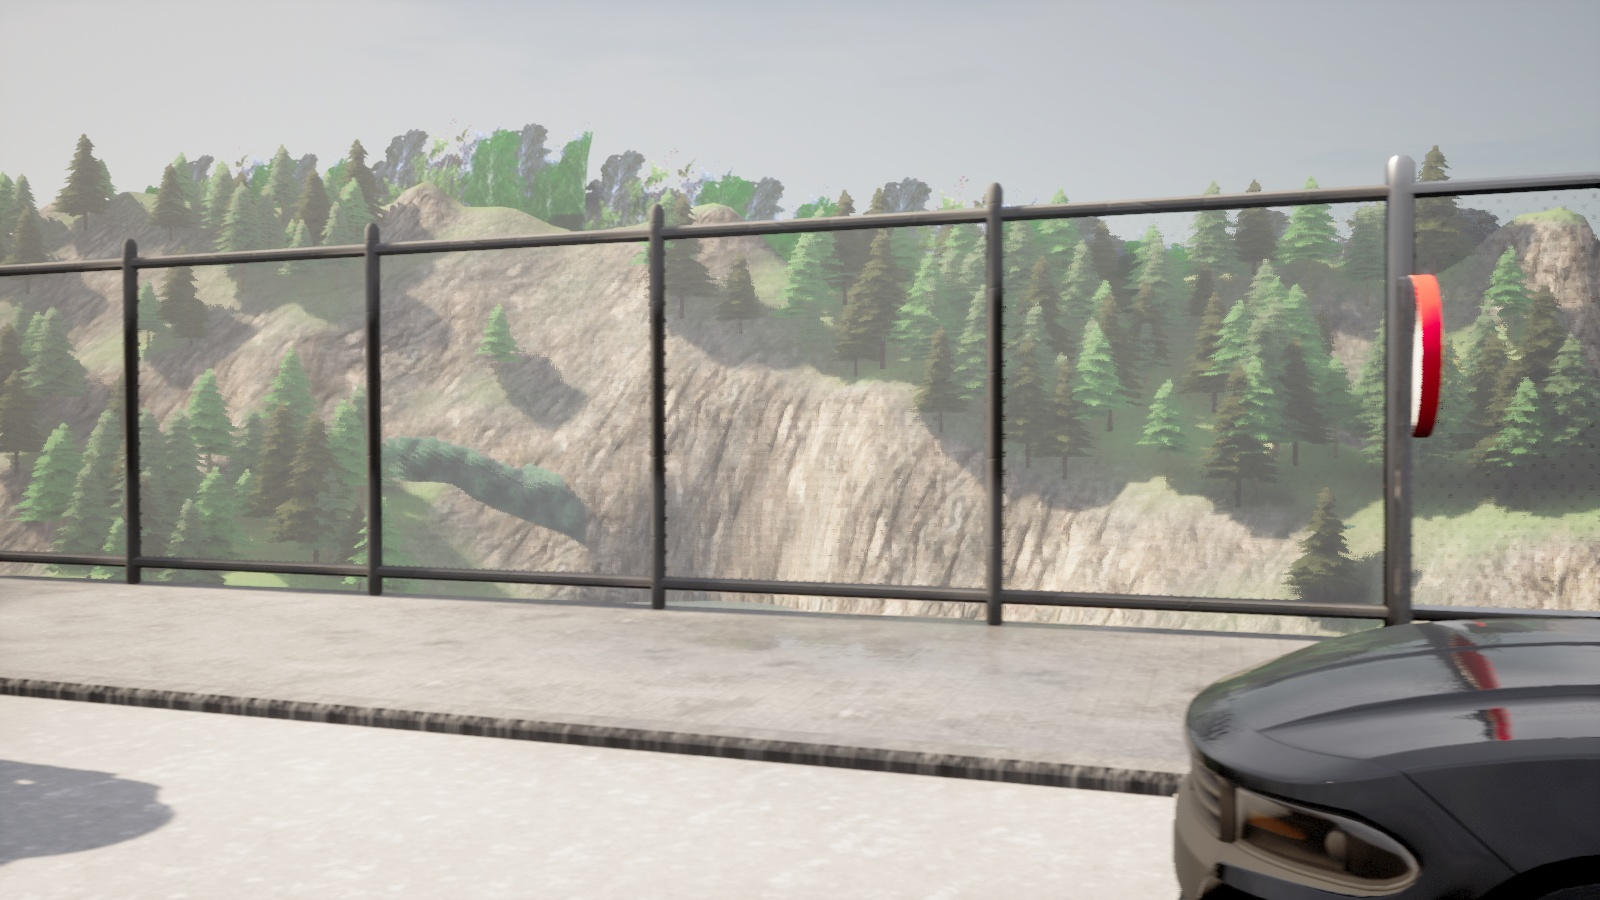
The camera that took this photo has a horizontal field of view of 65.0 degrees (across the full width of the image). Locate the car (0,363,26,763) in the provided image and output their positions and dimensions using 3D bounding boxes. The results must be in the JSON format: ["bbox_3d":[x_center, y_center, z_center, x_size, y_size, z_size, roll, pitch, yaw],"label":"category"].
[{"bbox_3d":[-6.156,0.515,5.758,4.605,1.855,1.932,1,1,19],"label":"car"}]

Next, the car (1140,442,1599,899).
[{"bbox_3d":[3.352,0.778,2.591,5.008,1.535,1.882,1,1,19],"label":"car"}]
